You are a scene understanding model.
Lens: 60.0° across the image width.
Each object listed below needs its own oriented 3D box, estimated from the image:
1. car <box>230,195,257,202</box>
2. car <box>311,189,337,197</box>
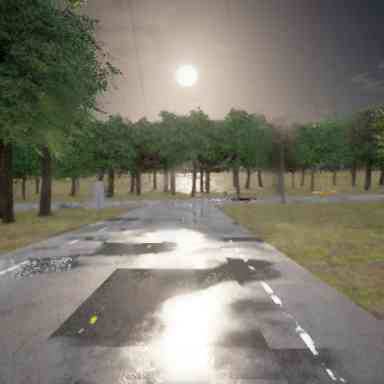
[{"bbox_3d":[9.510,1.200,61.190,4.718,1.301,1.895,-1,3,0],"label":"car"},{"bbox_3d":[27.059,0.189,68.114,5.008,1.535,1.882,-2,3,0],"label":"car"}]
